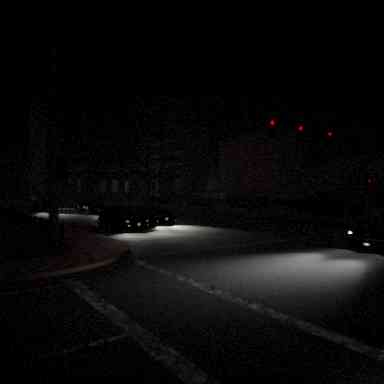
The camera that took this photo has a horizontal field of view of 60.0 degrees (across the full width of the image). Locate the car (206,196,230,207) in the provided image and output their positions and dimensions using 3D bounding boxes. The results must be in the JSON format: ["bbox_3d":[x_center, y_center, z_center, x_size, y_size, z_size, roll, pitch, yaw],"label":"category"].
[{"bbox_3d":[5.462,1.940,69.545,1.970,1.475,3.806,1,0,-35],"label":"car"}]

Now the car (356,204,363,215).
[{"bbox_3d":[17.342,1.593,38.059,1.905,1.878,3.866,1,0,-35],"label":"car"}]

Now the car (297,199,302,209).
[{"bbox_3d":[23.216,1.829,63.710,1.932,1.855,4.605,1,0,-35],"label":"car"}]

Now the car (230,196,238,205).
[{"bbox_3d":[7.827,1.943,71.215,1.784,1.438,3.905,1,0,-35],"label":"car"}]

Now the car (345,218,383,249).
[{"bbox_3d":[8.713,1.786,14.476,4.718,1.301,1.895,1,-1,-36],"label":"car"}]

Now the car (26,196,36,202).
[{"bbox_3d":[-40.841,1.645,84.539,1.812,1.442,4.674,1,0,-35],"label":"car"}]

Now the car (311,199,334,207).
[{"bbox_3d":[25.617,2.075,65.328,1.784,1.438,3.905,1,0,-35],"label":"car"}]

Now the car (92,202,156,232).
[{"bbox_3d":[-4.449,1.610,21.173,1.837,1.490,4.892,1,0,-35],"label":"car"}]

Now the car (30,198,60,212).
[{"bbox_3d":[-17.718,1.710,39.835,1.895,1.301,4.718,1,-1,-35],"label":"car"}]

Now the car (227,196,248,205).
[{"bbox_3d":[9.991,1.765,72.807,1.932,1.855,4.605,1,0,-35],"label":"car"}]

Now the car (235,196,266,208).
[{"bbox_3d":[9.468,1.868,53.884,1.970,1.475,3.806,1,0,-35],"label":"car"}]

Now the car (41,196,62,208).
[{"bbox_3d":[-21.471,1.722,51.284,1.812,1.442,4.674,1,0,-35],"label":"car"}]

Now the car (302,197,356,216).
[{"bbox_3d":[14.947,1.556,36.434,1.932,1.855,4.605,1,0,-35],"label":"car"}]

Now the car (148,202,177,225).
[{"bbox_3d":[-2.917,1.712,25.054,1.994,1.385,4.181,1,0,-35],"label":"car"}]

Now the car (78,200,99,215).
[{"bbox_3d":[-10.955,1.640,36.343,2.128,1.511,4.902,1,0,-35],"label":"car"}]
